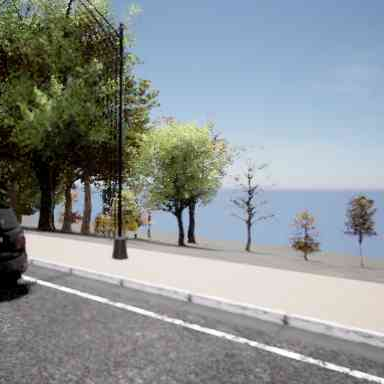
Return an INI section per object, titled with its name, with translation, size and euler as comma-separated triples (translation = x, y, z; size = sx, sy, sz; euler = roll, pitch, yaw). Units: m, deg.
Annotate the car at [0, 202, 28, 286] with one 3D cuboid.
[car]
translation = -6.246, 1.204, 8.128
size = 5.566, 2.045, 2.150
euler = 1, 0, 36
